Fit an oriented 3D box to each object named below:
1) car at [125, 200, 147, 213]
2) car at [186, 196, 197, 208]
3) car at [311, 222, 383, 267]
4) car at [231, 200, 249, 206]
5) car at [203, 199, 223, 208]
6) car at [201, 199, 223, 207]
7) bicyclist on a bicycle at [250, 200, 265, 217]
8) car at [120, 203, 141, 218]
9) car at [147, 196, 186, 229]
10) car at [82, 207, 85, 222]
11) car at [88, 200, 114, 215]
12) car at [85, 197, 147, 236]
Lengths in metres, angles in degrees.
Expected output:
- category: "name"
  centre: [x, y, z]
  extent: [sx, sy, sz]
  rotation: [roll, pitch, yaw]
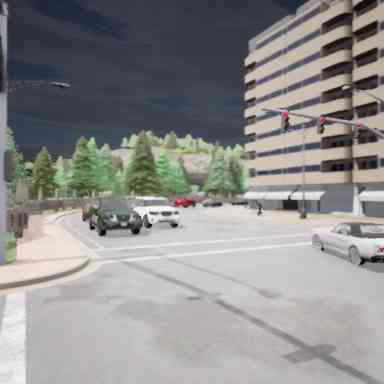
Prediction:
- category: "car"
  centre: [-7.259, 1.812, 43.659]
  extent: [1.837, 1.490, 4.892]
  rotation: [0, 0, 2]
- category: "car"
  centre: [-1.070, 1.659, 56.003]
  extent: [2.150, 2.045, 5.566]
  rotation: [0, -1, 21]
- category: "car"
  centre: [5.988, 1.716, 11.888]
  extent: [1.895, 1.301, 4.718]
  rotation: [0, 0, -2]
- category: "car"
  centre: [9.942, 2.174, 66.695]
  extent: [4.718, 1.301, 1.895]
  rotation: [1, -1, -43]
- category: "car"
  centre: [3.682, 2.022, 58.071]
  extent: [2.033, 1.411, 5.357]
  rotation: [0, -1, 28]
- category: "car"
  centre: [3.998, 2.064, 65.363]
  extent: [1.812, 1.442, 4.674]
  rotation: [0, -1, 40]
- category: "bicyclist on a bicycle"
  centre: [6.330, 1.562, 32.038]
  extent: [1.656, 1.620, 0.582]
  rotation: [0, 0, -21]
- category: "car"
  centre: [-6.262, 1.823, 33.328]
  extent: [1.895, 1.301, 4.718]
  rotation: [0, -1, -12]
- category: "car"
  centre: [-2.710, 1.375, 23.622]
  extent: [2.150, 2.045, 5.566]
  rotation: [0, -1, -25]
- category: "car"
  centre: [-8.435, 1.652, 28.740]
  extent: [1.882, 1.535, 5.008]
  rotation: [0, -1, -18]
- category: "car"
  centre: [-10.554, 1.731, 38.871]
  extent: [1.882, 1.535, 5.008]
  rotation: [0, 0, -3]
- category: "car"
  centre: [-4.650, 1.332, 19.581]
  extent: [2.150, 2.045, 5.566]
  rotation: [0, -1, -25]
